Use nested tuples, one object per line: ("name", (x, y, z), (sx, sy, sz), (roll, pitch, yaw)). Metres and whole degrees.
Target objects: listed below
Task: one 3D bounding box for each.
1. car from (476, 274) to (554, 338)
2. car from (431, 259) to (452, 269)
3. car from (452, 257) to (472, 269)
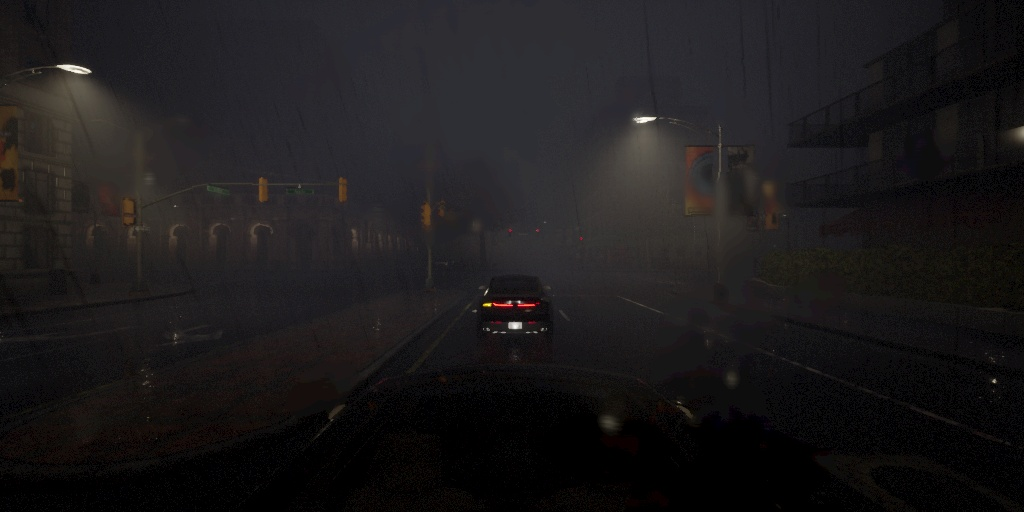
("car", (0.079, 1.255, 10.174), (1.837, 1.490, 4.892), (0, 0, 0))
("car", (-11.530, 1.276, 58.597), (1.812, 1.442, 4.674), (0, 0, 0))
("car", (-8.040, 1.276, 58.371), (1.812, 1.442, 4.674), (0, 0, 0))
